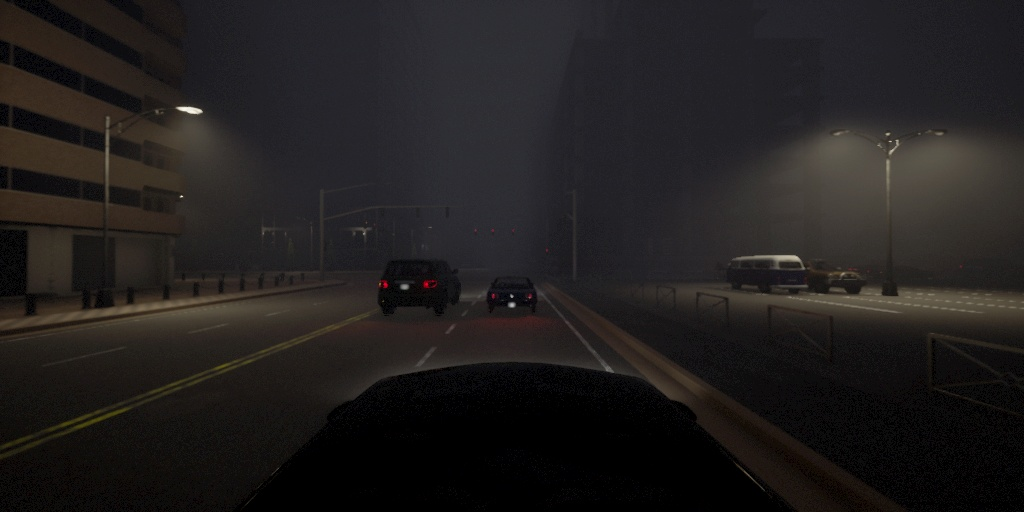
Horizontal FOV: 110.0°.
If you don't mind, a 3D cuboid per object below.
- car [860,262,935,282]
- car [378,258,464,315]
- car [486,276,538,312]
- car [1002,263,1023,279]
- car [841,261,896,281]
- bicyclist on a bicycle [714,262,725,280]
[{"bbox_3d":[38.495,1.614,35.656,5.357,1.411,2.033,0,-1,0],"label":"car"},{"bbox_3d":[-3.491,1.113,14.399,2.150,2.045,5.566,0,0,0],"label":"car"},{"bbox_3d":[0.016,1.497,15.089,1.895,1.301,4.718,0,-1,1],"label":"car"},{"bbox_3d":[52.509,1.631,35.717,4.181,1.385,1.994,0,-1,0],"label":"car"},{"bbox_3d":[39.470,1.611,39.148,4.892,1.490,1.837,-1,-1,0],"label":"car"},{"bbox_3d":[18.323,1.325,31.709,0.582,1.620,1.656,0,-1,0],"label":"bicyclist on a bicycle"}]
